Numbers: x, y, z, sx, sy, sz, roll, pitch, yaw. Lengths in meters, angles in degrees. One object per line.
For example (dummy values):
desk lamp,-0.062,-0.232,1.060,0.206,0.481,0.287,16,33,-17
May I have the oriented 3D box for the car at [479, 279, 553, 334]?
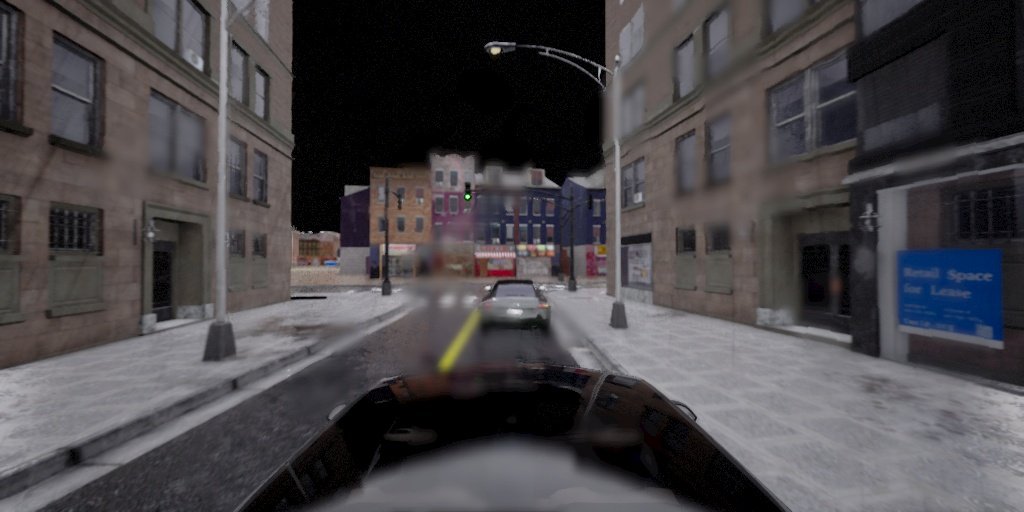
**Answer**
car,0.099,1.401,10.966,1.994,1.385,4.181,0,-1,0
